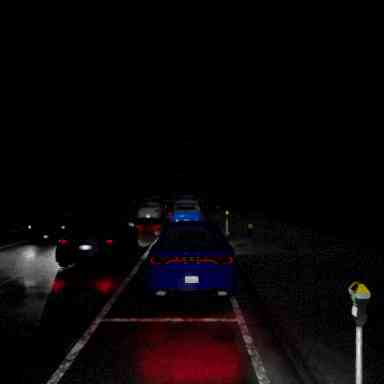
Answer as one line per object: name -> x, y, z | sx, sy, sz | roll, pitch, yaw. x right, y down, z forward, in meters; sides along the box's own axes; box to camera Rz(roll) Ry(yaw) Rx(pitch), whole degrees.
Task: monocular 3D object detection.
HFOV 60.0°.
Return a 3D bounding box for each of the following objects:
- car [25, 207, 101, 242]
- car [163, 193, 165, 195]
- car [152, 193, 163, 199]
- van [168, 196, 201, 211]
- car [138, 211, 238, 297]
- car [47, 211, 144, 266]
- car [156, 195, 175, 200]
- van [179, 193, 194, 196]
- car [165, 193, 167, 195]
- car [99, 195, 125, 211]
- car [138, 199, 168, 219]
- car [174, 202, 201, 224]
car -> -6.251, 1.595, 16.438 | 1.895, 1.301, 4.718 | 0, 0, 0
car -> -8.815, 1.449, 86.079 | 2.008, 1.369, 4.403 | 0, 0, 0
car -> -8.815, 1.431, 80.459 | 1.752, 1.417, 4.829 | 0, 0, 0
van -> -0.290, 1.333, 19.998 | 1.690, 1.788, 3.998 | 0, 0, 0
car -> -0.005, 1.475, 8.650 | 1.882, 1.535, 5.008 | 0, 0, 0
car -> -3.046, 1.561, 11.522 | 1.994, 1.385, 4.181 | 0, 0, 0
car -> -3.046, 1.496, 40.926 | 1.812, 1.442, 4.674 | 0, 0, 0
van -> -0.290, 1.317, 36.980 | 1.690, 1.788, 3.998 | 0, 0, 0
car -> -8.815, 1.437, 91.530 | 1.887, 1.381, 4.507 | 0, 0, 0
car -> -8.815, 1.290, 36.940 | 2.192, 1.841, 5.009 | 0, 0, 0
car -> -3.144, 1.513, 26.219 | 1.812, 1.442, 4.674 | 0, 0, 0
car -> -0.290, 1.532, 25.659 | 1.887, 1.381, 4.507 | 0, 0, 0
